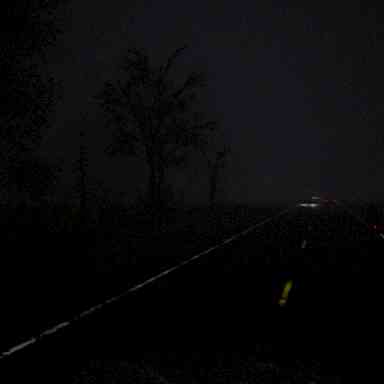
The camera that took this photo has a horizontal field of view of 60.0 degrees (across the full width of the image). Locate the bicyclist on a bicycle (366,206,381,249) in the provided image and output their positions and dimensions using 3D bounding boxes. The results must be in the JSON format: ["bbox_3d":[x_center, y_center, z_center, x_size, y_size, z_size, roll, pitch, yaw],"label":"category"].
[{"bbox_3d":[7.327,1.400,13.368,0.582,1.620,1.656,-2,-1,22],"label":"bicyclist on a bicycle"}]

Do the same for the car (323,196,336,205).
[{"bbox_3d":[23.084,1.483,55.618,2.033,1.411,5.357,-2,-1,22],"label":"car"}]

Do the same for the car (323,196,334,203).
[{"bbox_3d":[27.984,1.478,68.297,1.994,1.385,4.181,-2,0,22],"label":"car"}]

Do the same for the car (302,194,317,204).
[{"bbox_3d":[21.761,1.545,62.099,1.812,1.442,4.674,-2,0,22],"label":"car"}]
